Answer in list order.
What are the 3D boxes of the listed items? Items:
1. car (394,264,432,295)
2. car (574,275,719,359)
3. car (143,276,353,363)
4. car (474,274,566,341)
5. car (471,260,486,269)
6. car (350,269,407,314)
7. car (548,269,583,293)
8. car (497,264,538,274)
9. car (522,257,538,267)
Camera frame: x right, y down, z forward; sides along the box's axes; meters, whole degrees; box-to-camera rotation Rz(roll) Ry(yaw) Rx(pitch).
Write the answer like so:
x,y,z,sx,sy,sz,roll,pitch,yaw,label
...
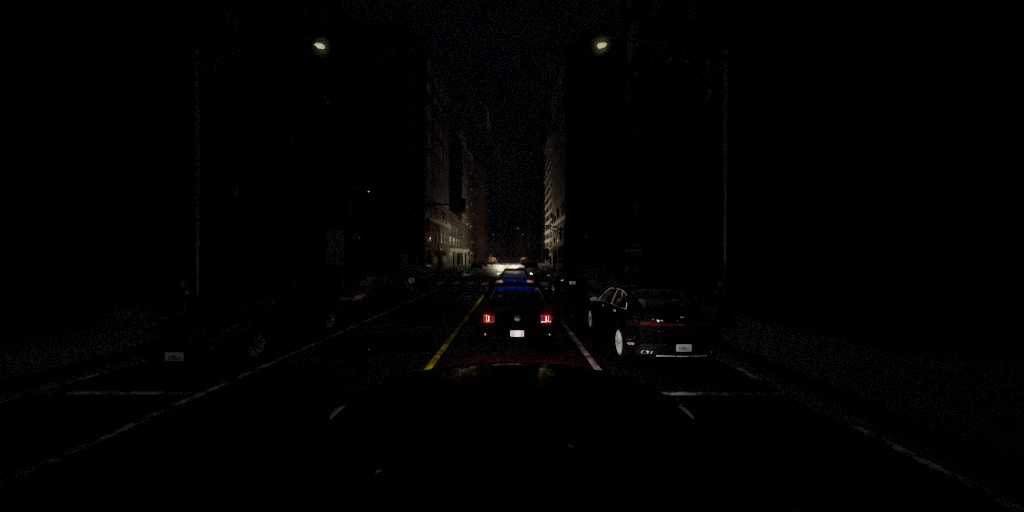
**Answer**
x,y,z,sx,sy,sz,roll,pitch,yaw,label
-5.620,1.189,19.187,1.967,1.591,4.097,0,0,0,car
2.874,1.300,8.160,2.007,1.370,4.403,0,0,0,car
-5.651,1.315,8.184,1.948,1.339,4.313,0,0,0,car
0.118,1.350,9.784,1.895,1.301,4.718,0,0,0,car
-5.479,1.365,56.289,1.802,1.307,4.207,0,0,0,car
-5.636,1.331,13.686,1.802,1.307,4.207,0,0,0,car
2.906,1.316,19.163,1.948,1.339,4.313,0,0,0,car
0.144,1.314,18.544,1.994,1.385,4.181,0,0,1,car
3.046,1.223,56.251,1.967,1.591,4.097,0,0,0,car
